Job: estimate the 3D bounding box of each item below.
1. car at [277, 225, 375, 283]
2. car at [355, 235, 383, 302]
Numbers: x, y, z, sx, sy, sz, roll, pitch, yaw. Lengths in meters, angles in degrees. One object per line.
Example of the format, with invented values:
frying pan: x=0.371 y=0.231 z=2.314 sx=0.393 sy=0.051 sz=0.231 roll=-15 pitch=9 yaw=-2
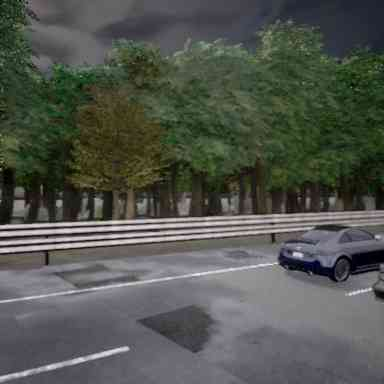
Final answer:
car: x=4.647 y=1.719 z=10.214 sx=4.181 sy=1.385 sz=1.994 roll=0 pitch=-1 yaw=-31
car: x=6.064 y=1.652 z=6.981 sx=5.357 sy=1.411 sz=2.033 roll=0 pitch=-1 yaw=-31
